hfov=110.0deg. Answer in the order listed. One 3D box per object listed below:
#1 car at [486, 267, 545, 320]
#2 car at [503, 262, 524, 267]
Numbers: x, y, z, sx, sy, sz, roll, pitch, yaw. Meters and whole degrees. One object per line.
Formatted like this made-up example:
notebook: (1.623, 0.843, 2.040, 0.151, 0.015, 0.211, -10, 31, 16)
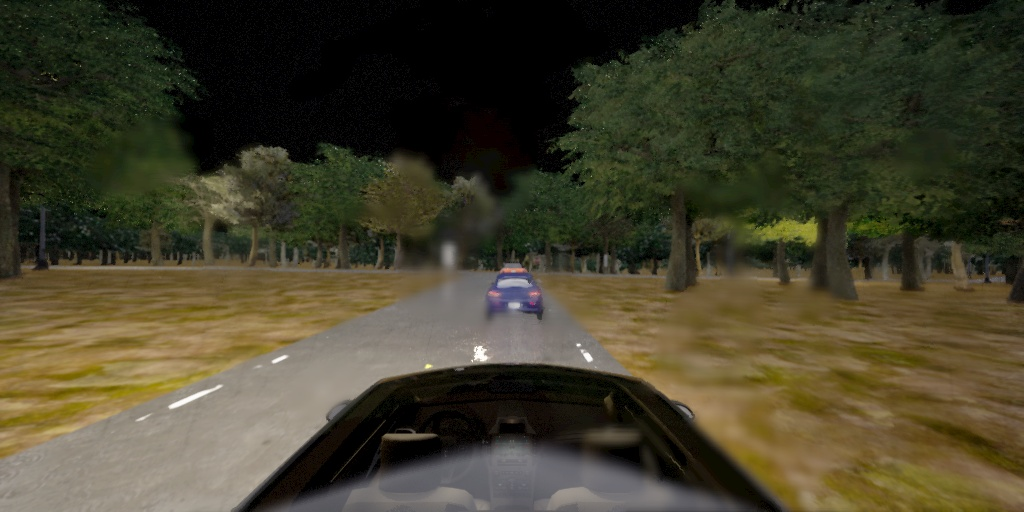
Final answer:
car: (0.108, 1.291, 12.625, 1.812, 1.442, 4.674, 0, 0, 0)
car: (0.118, 1.233, 27.722, 2.097, 1.767, 4.553, 0, -1, 0)
